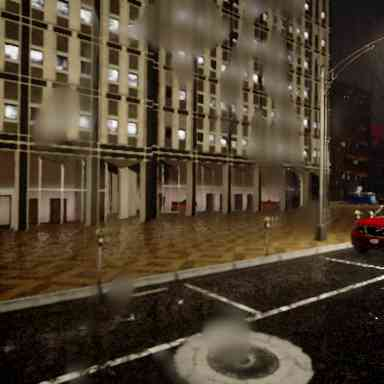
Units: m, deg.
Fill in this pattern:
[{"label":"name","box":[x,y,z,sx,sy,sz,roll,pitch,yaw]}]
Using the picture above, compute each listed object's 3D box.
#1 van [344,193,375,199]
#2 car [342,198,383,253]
[{"label":"van","box":[25.352,1.005,49.869,1.690,1.788,3.998,1,-1,-36]},{"label":"car","box":[7.928,1.265,12.186,5.009,1.841,2.192,0,1,-35]}]
